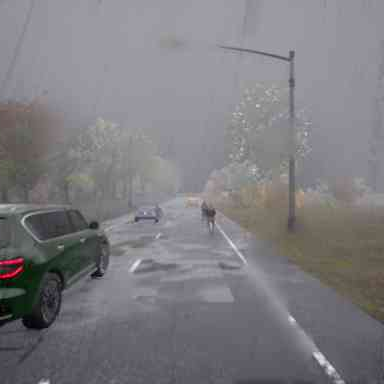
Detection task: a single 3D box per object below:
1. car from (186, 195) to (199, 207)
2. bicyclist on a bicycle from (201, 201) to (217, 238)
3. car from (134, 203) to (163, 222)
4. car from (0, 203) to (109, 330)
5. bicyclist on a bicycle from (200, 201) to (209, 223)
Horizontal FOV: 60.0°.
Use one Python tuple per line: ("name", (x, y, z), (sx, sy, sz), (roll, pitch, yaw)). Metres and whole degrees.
("car", (0.086, 1.640, 56.149), (1.882, 1.535, 5.008), (0, 0, 0))
("bicyclist on a bicycle", (0.963, 1.420, 17.202), (0.659, 1.776, 1.843), (0, 0, 0))
("car", (-3.407, 1.624, 26.733), (2.033, 1.411, 5.357), (0, 0, 0))
("car", (-3.404, 1.242, 7.073), (2.150, 2.045, 5.566), (0, 0, 0))
("bicyclist on a bicycle", (0.961, 1.527, 25.995), (0.582, 1.620, 1.656), (0, 0, 0))
